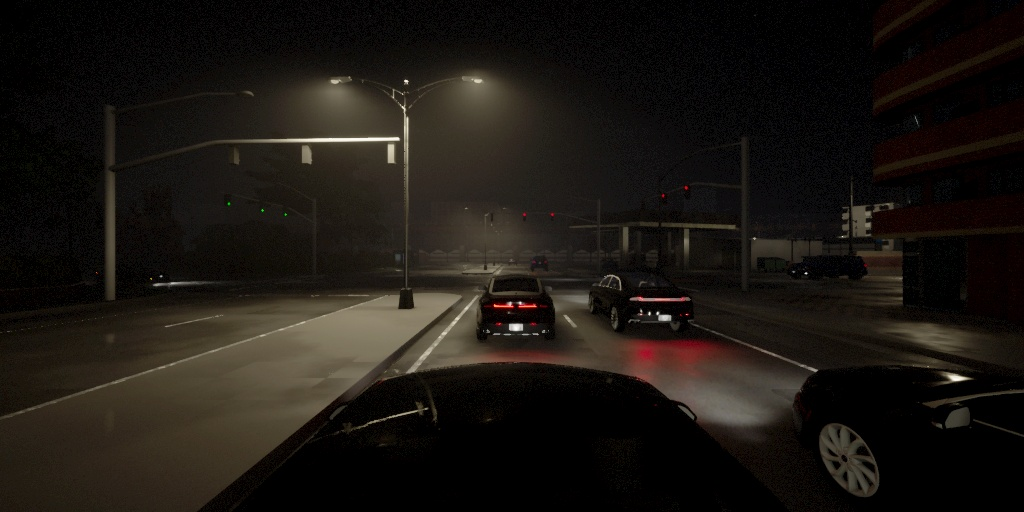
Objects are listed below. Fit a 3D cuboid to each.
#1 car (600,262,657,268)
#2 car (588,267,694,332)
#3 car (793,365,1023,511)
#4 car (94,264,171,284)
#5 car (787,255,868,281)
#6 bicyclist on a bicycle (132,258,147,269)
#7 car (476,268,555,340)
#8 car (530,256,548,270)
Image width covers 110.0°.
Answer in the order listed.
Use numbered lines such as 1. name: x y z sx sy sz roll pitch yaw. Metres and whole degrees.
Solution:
1. car: 10.079 1.351 30.032 4.718 1.301 1.895 0 0 6
2. car: 3.607 1.242 10.838 2.128 1.511 4.902 0 0 0
3. car: 3.600 1.255 1.430 1.837 1.490 4.892 0 0 0
4. car: -27.749 1.314 26.308 4.181 1.385 1.994 0 0 0
5. car: 26.273 0.972 29.959 5.566 2.045 2.150 0 0 -1
6. bicyclist on a bicycle: -38.211 1.053 36.732 0.582 1.620 1.656 0 0 0
7. car: 0.100 1.255 9.984 1.837 1.490 4.892 0 0 0
8. car: 3.674 0.971 49.698 2.150 2.045 5.566 0 0 1
